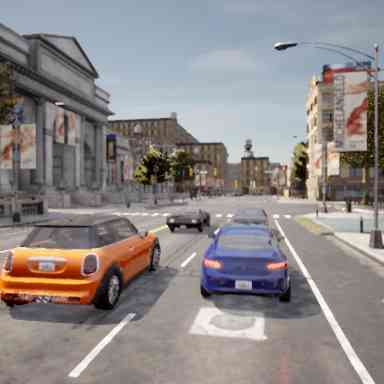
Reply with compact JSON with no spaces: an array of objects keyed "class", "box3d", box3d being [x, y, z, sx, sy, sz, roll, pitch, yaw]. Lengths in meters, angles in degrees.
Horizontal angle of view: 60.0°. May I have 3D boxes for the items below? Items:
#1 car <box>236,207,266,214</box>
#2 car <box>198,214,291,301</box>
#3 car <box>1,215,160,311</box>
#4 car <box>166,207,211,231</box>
[{"class":"car","box3d":[3.117,1.495,17.608,2.033,1.411,5.357,0,0,11]},{"class":"car","box3d":[1.328,1.501,8.249,1.812,1.442,4.674,0,0,10]},{"class":"car","box3d":[-2.248,1.331,8.015,2.097,1.767,4.553,0,0,9]},{"class":"car","box3d":[-0.037,1.544,19.684,1.895,1.301,4.718,0,0,11]}]
